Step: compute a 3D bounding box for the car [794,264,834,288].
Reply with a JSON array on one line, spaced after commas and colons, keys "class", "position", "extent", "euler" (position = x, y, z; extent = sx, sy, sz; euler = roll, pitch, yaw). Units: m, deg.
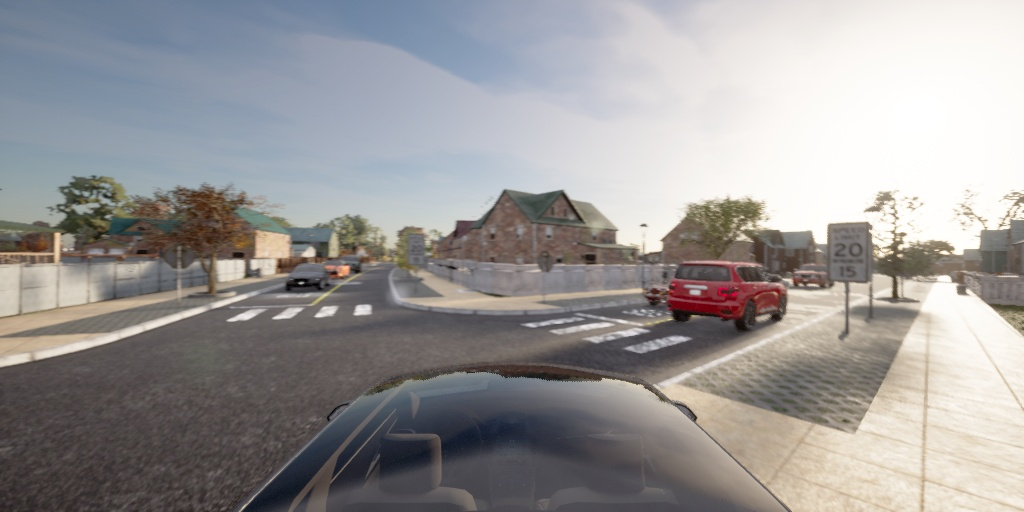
[{"class": "car", "position": [27.158, 1.745, 32.262], "extent": [5.566, 2.045, 2.150], "euler": [1, 0, -39]}]

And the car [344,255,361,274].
[{"class": "car", "position": [-18.940, 0.957, 41.848], "extent": [2.150, 2.045, 5.566], "euler": [1, 1, -17]}]

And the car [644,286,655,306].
[{"class": "car", "position": [8.037, 1.624, 16.404], "extent": [4.718, 1.301, 1.895], "euler": [1, -1, -40]}]

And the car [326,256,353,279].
[{"class": "car", "position": [-15.566, 1.081, 31.351], "extent": [2.097, 1.767, 4.553], "euler": [1, 0, -18]}]

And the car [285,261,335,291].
[{"class": "car", "position": [-12.279, 1.223, 21.818], "extent": [1.837, 1.490, 4.892], "euler": [1, 0, -19]}]

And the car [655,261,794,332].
[{"class": "car", "position": [7.385, 1.206, 12.153], "extent": [5.566, 2.045, 2.150], "euler": [1, -1, -40]}]

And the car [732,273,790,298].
[{"class": "car", "position": [16.171, 1.834, 23.162], "extent": [4.718, 1.301, 1.895], "euler": [1, -1, -40]}]
